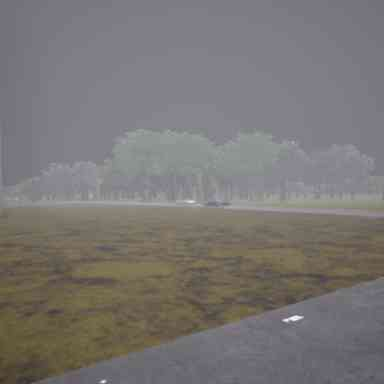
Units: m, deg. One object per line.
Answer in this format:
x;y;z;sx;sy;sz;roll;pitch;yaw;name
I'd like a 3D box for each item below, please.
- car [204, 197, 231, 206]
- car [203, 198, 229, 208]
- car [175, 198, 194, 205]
4.593;1.773;60.752;2.128;1.511;4.902;-2;0;-35;car
4.004;1.865;56.657;2.033;1.411;5.357;-2;0;-35;car
-1.584;1.993;69.293;1.895;1.301;4.718;-2;0;-36;car
